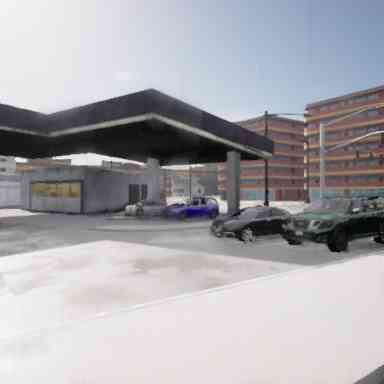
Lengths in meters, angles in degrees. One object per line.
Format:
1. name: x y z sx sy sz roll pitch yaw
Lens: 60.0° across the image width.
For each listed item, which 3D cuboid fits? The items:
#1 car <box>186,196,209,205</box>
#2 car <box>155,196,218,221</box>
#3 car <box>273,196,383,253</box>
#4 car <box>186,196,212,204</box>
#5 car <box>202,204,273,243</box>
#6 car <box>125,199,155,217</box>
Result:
1. car: 0.887 1.452 58.299 1.994 1.385 4.181 0 0 -36
2. car: -0.070 1.247 25.569 4.611 1.667 2.242 0 0 -35
3. car: 6.227 1.182 13.899 5.566 2.045 2.150 0 0 -35
4. car: 1.299 1.424 63.753 2.033 1.411 5.357 0 0 -36
5. car: 3.110 1.469 16.037 4.892 1.490 1.837 0 0 -34
6. car: -4.026 1.411 29.805 3.806 1.475 1.970 0 0 -35
